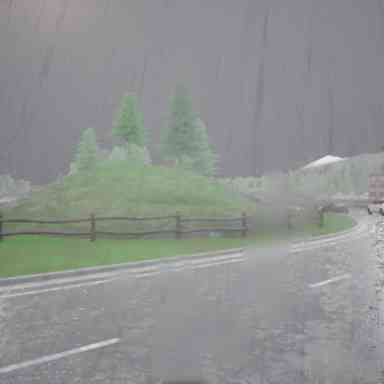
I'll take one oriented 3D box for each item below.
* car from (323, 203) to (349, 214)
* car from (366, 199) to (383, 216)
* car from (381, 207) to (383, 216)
[{"bbox_3d":[20.164,2.269,46.660,1.812,1.442,4.674,1,-1,-4],"label":"car"},{"bbox_3d":[23.764,1.927,41.270,2.150,2.045,5.566,1,-1,4],"label":"car"},{"bbox_3d":[14.755,1.900,23.284,2.128,1.511,4.902,0,-1,32],"label":"car"}]
